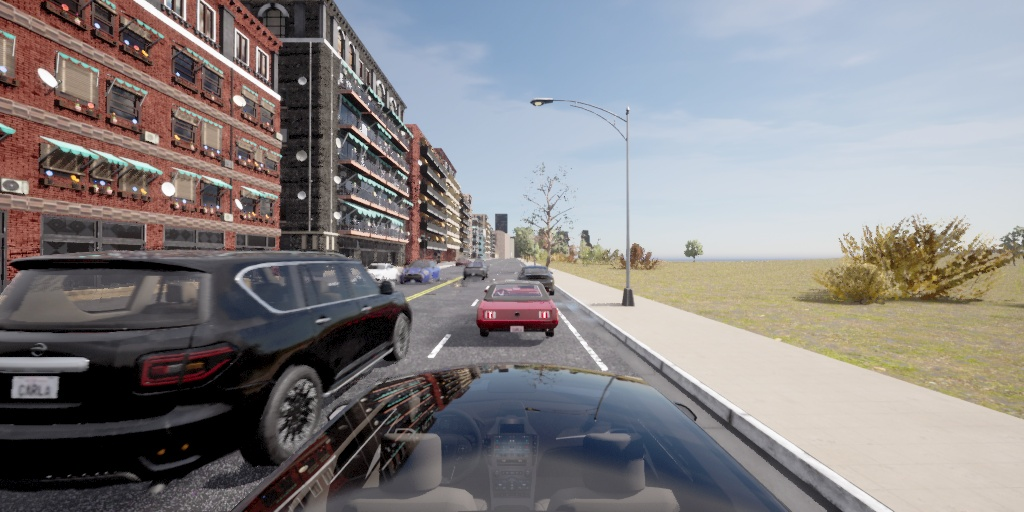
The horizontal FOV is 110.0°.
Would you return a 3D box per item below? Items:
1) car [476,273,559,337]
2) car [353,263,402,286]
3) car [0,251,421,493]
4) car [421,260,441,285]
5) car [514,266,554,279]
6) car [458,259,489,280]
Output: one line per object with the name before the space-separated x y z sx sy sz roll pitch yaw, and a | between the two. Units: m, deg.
car | 0.132 1.352 10.254 1.895 1.301 4.718 0 0 0
car | -9.752 1.278 26.366 1.812 1.442 4.674 0 0 0
car | -3.140 0.971 5.051 2.150 2.045 5.566 0 0 0
car | -6.504 1.104 25.790 2.097 1.767 4.553 0 0 0
car | 1.207 1.257 19.455 1.837 1.490 4.892 0 0 0
car | -3.033 1.243 30.774 2.128 1.511 4.902 0 0 0
